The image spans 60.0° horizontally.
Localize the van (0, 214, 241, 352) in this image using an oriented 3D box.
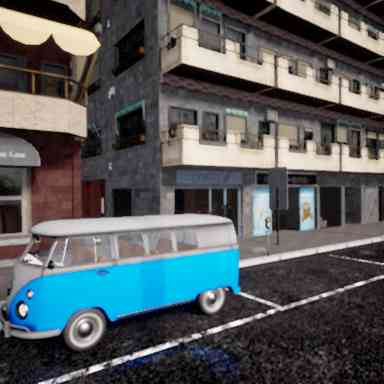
[{"bbox_3d":[-0.984,1.329,5.874,3.998,1.788,1.690,0,0,-36],"label":"van"}]
